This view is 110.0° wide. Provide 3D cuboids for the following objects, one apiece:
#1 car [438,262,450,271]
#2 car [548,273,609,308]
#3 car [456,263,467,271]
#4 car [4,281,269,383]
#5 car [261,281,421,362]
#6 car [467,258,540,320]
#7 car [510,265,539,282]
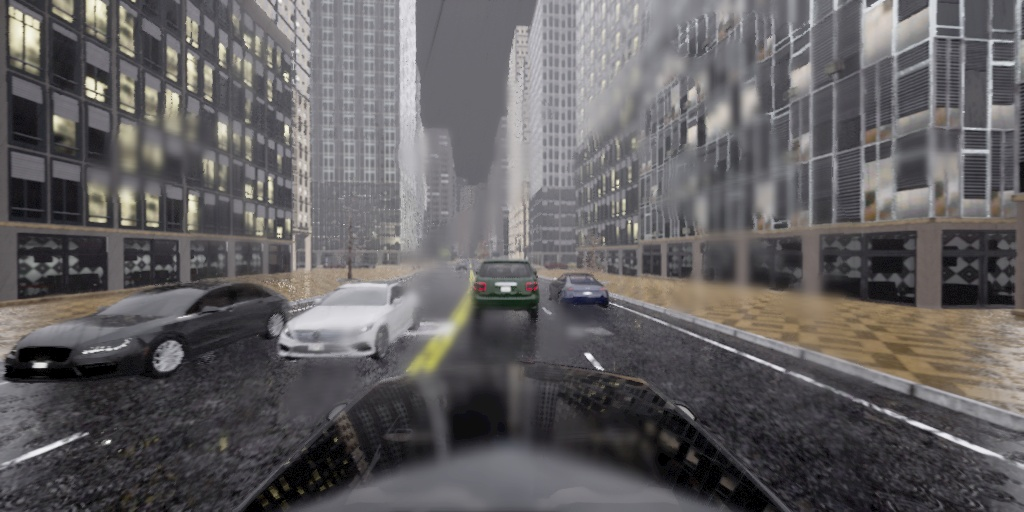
[{"bbox_3d":[-12.179,1.865,64.137,2.128,1.511,4.902,0,-1,-6],"label":"car"},{"bbox_3d":[2.870,1.458,16.165,1.994,1.385,4.181,0,0,-3],"label":"car"},{"bbox_3d":[-8.986,1.919,64.849,2.033,1.411,5.357,0,-1,-7],"label":"car"},{"bbox_3d":[-6.713,1.317,7.483,1.837,1.490,4.892,0,-1,-1],"label":"car"},{"bbox_3d":[-3.459,1.348,8.589,1.812,1.442,4.674,0,-1,-1],"label":"car"},{"bbox_3d":[-0.224,1.093,13.390,2.150,2.045,5.566,0,0,-1],"label":"car"},{"bbox_3d":[1.155,1.625,34.970,2.033,1.411,5.357,0,-1,-7],"label":"car"}]
